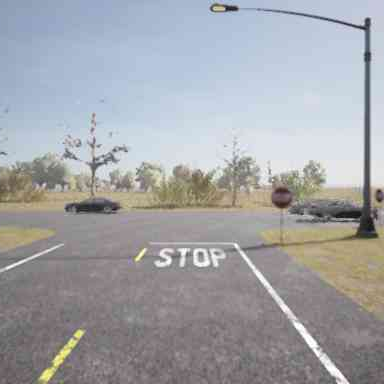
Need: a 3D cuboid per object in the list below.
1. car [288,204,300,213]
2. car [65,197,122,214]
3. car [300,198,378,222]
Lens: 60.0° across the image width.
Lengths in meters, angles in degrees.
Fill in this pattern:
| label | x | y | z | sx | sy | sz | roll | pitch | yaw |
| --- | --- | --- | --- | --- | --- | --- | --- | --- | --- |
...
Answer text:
| label | x | y | z | sx | sy | sz | roll | pitch | yaw |
| --- | --- | --- | --- | --- | --- | --- | --- | --- | --- |
| car | 11.471 | 1.361 | 31.001 | 4.892 | 1.490 | 1.837 | -1 | 1 | -2 |
| car | -9.018 | 1.191 | 30.473 | 5.008 | 1.535 | 1.882 | 0 | 1 | -2 |
| car | 10.763 | 1.340 | 23.967 | 4.902 | 1.511 | 2.128 | 0 | 1 | -2 |
